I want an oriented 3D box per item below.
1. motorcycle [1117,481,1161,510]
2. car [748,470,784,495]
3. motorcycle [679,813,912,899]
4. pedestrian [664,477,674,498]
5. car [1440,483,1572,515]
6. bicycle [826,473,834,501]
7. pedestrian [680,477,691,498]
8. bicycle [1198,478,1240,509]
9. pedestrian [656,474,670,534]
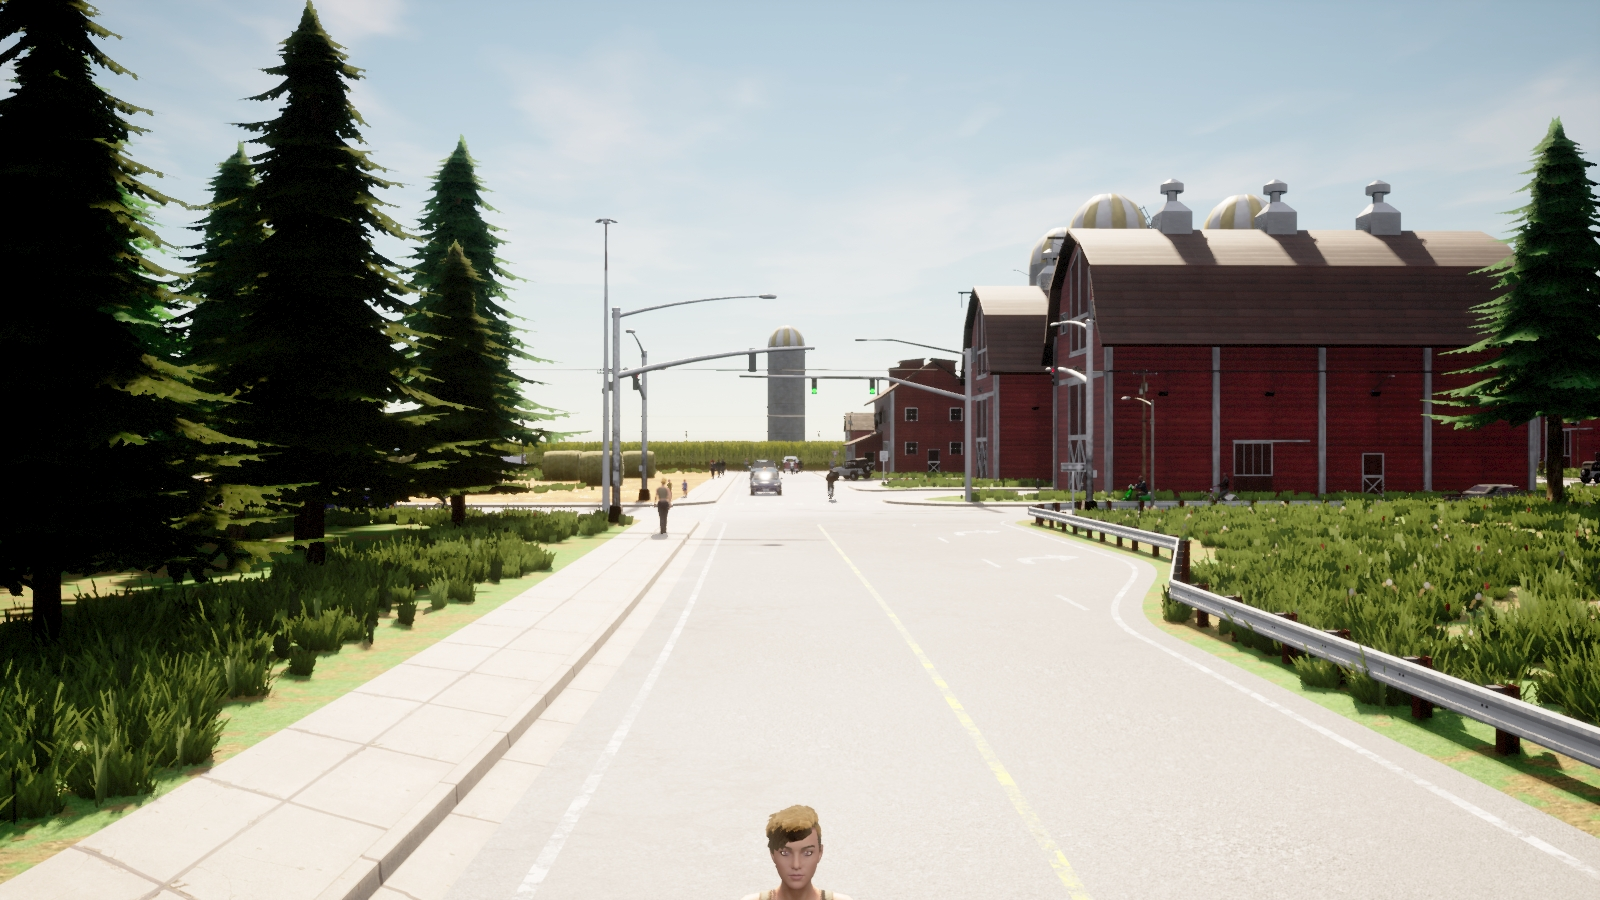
[{"bbox_3d":[15.989,2.145,53.899,1.805,1.316,0.856,0,0,-1],"label":"motorcycle"},{"bbox_3d":[-2.153,2.036,72.119,2.163,1.488,4.792,0,0,-2],"label":"car"},{"bbox_3d":[-0.013,2.128,3.457,0.764,1.307,2.356,0,0,0],"label":"motorcycle"},{"bbox_3d":[-7.152,2.056,62.542,0.500,1.100,0.500,0,0,-3],"label":"pedestrian"},{"bbox_3d":[31.287,2.158,50.696,4.718,1.301,1.895,0,0,-1],"label":"car"},{"bbox_3d":[1.680,2.037,63.155,0.329,1.471,1.835,0,0,-2],"label":"bicycle"},{"bbox_3d":[-6.303,2.053,62.792,0.500,1.100,0.500,0,0,-20],"label":"pedestrian"},{"bbox_3d":[19.800,2.064,53.998,1.835,1.471,0.329,0,0,-1],"label":"bicycle"},{"bbox_3d":[-4.276,1.672,35.646,0.375,1.860,0.375,0,0,1],"label":"pedestrian"}]
